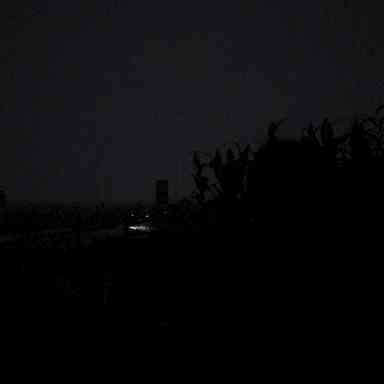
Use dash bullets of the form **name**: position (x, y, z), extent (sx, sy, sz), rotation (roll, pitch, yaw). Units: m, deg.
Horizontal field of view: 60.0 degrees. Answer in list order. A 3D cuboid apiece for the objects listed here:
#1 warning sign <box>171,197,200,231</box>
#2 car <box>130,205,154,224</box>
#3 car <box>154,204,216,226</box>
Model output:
- **warning sign**: position (-0.353, 1.217, 19.304), extent (1.300, 1.860, 1.060), rotation (1, 1, 35)
- **car**: position (-2.282, 1.614, 25.792), extent (2.033, 1.411, 5.357), rotation (1, 0, 35)
- **car**: position (-0.121, 1.586, 23.759), extent (2.128, 1.511, 4.902), rotation (1, 0, 35)
